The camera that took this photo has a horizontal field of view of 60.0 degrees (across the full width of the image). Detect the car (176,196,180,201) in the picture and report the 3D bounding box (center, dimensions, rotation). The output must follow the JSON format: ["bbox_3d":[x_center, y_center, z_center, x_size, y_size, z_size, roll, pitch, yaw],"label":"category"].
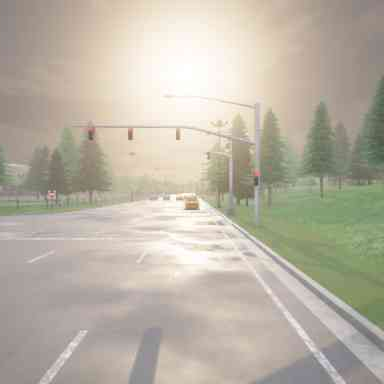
[{"bbox_3d":[-3.421,1.646,91.085,1.994,1.385,4.181,0,0,0],"label":"car"}]

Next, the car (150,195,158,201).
[{"bbox_3d":[-10.421,1.633,91.091,2.033,1.411,5.357,0,0,0],"label":"car"}]

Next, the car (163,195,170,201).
[{"bbox_3d":[-6.921,1.633,91.088,2.033,1.411,5.357,0,0,0],"label":"car"}]

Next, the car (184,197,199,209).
[{"bbox_3d":[-0.079,1.628,49.629,2.033,1.411,5.357,0,1,2],"label":"car"}]

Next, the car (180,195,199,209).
[{"bbox_3d":[-0.123,1.150,46.059,1.882,1.535,5.008,-3,16,-5],"label":"car"}]
